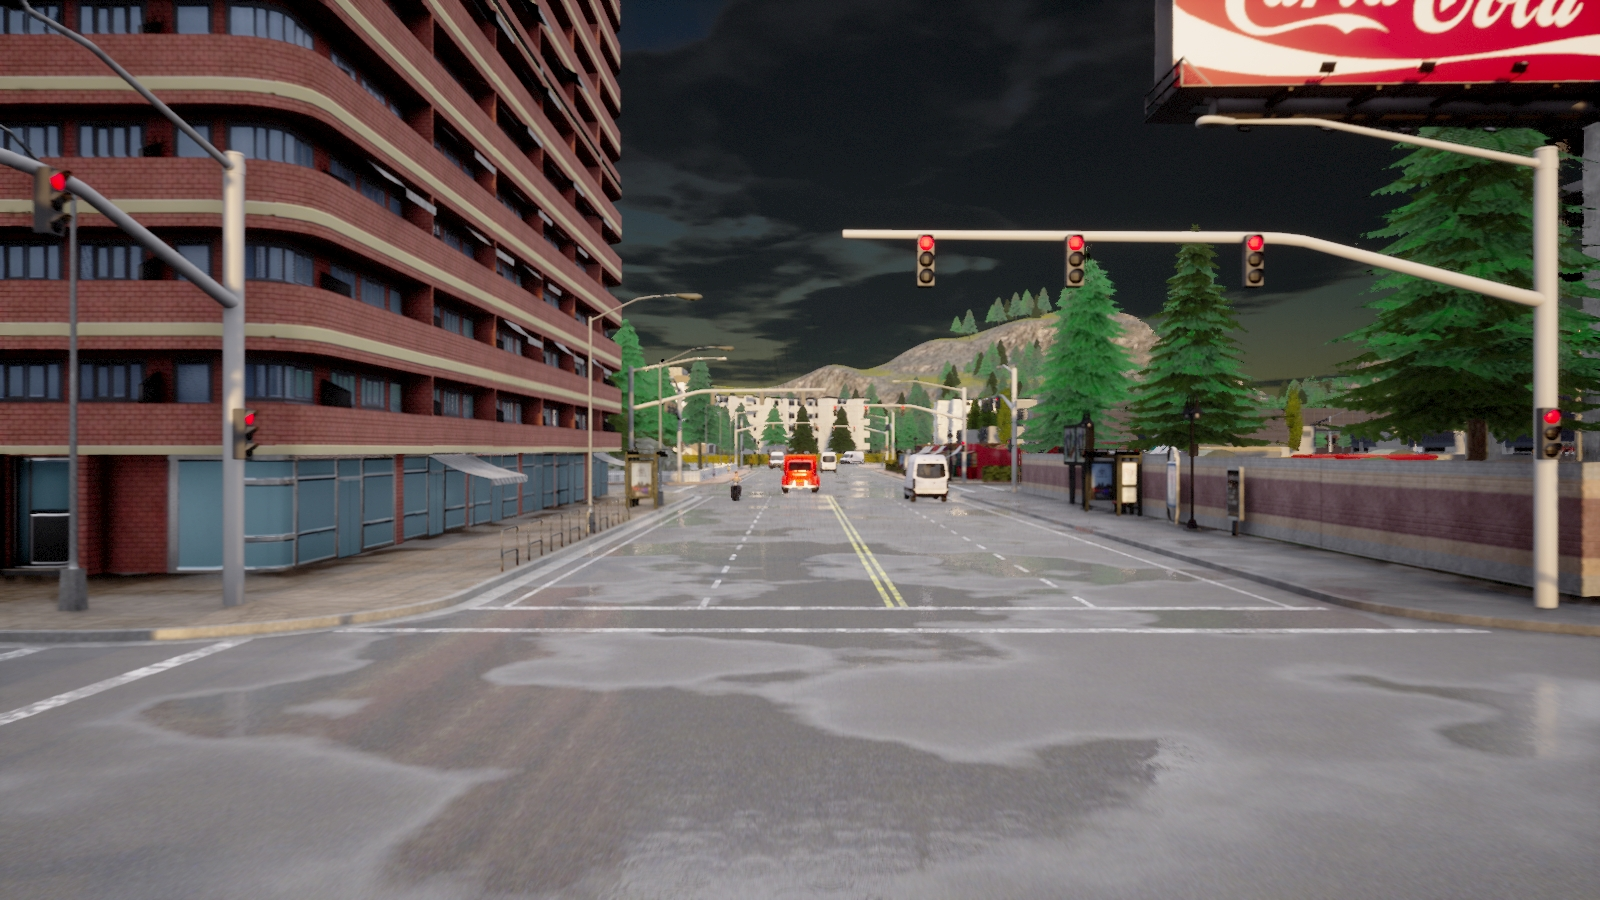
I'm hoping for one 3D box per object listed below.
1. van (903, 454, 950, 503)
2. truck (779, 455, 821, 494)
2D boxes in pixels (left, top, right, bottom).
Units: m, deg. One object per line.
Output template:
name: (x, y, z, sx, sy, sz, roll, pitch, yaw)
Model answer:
van: (6.993, 1.543, 63.796, 1.988, 2.561, 5.915, 0, 0, 0)
truck: (0.023, 1.548, 74.180, 2.627, 2.467, 5.204, 0, 0, 1)
